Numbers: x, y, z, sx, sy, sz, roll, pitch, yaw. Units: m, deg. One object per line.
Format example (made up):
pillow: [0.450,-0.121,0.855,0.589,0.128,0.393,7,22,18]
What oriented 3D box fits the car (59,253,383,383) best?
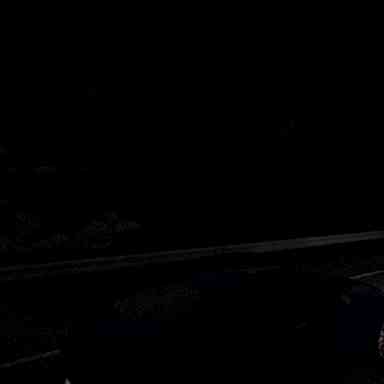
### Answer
car: [0.818,1.544,4.241,4.674,1.442,1.812,1,0,-35]
